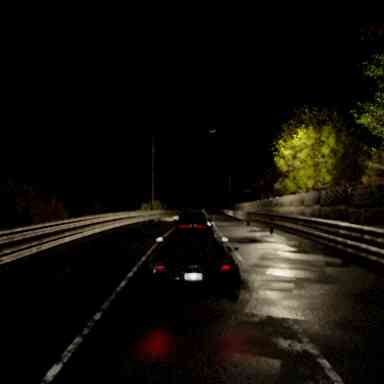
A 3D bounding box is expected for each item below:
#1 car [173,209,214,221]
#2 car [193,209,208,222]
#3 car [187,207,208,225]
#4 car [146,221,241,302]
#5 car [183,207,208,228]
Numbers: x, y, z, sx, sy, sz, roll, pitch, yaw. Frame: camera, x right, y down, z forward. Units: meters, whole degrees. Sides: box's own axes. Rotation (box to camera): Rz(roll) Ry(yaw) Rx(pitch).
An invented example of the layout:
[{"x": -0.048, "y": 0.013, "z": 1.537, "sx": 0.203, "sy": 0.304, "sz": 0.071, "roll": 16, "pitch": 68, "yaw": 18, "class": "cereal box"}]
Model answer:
[{"x": 0.062, "y": 1.811, "z": 17.260, "sx": 1.837, "sy": 1.490, "sz": 4.892, "roll": 0, "pitch": -2, "yaw": 1, "class": "car"}, {"x": 1.197, "y": 3.098, "z": 44.504, "sx": 1.882, "sy": 1.535, "sz": 5.008, "roll": 0, "pitch": -3, "yaw": 4, "class": "car"}, {"x": 0.672, "y": 2.485, "z": 35.036, "sx": 2.097, "sy": 1.767, "sz": 4.553, "roll": 0, "pitch": -3, "yaw": 3, "class": "car"}, {"x": 0.014, "y": 1.645, "z": 8.449, "sx": 1.994, "sy": 1.385, "sz": 4.181, "roll": 0, "pitch": -1, "yaw": 0, "class": "car"}, {"x": 0.359, "y": 2.209, "z": 29.660, "sx": 2.097, "sy": 1.767, "sz": 4.553, "roll": 0, "pitch": -3, "yaw": 2, "class": "car"}]
